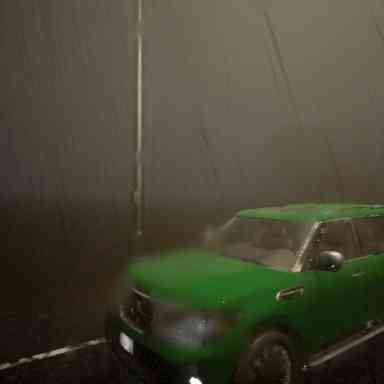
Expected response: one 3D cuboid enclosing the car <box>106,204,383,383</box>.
[{"bbox_3d":[1.578,1.231,5.074,5.566,2.045,2.150,0,0,-35],"label":"car"}]
